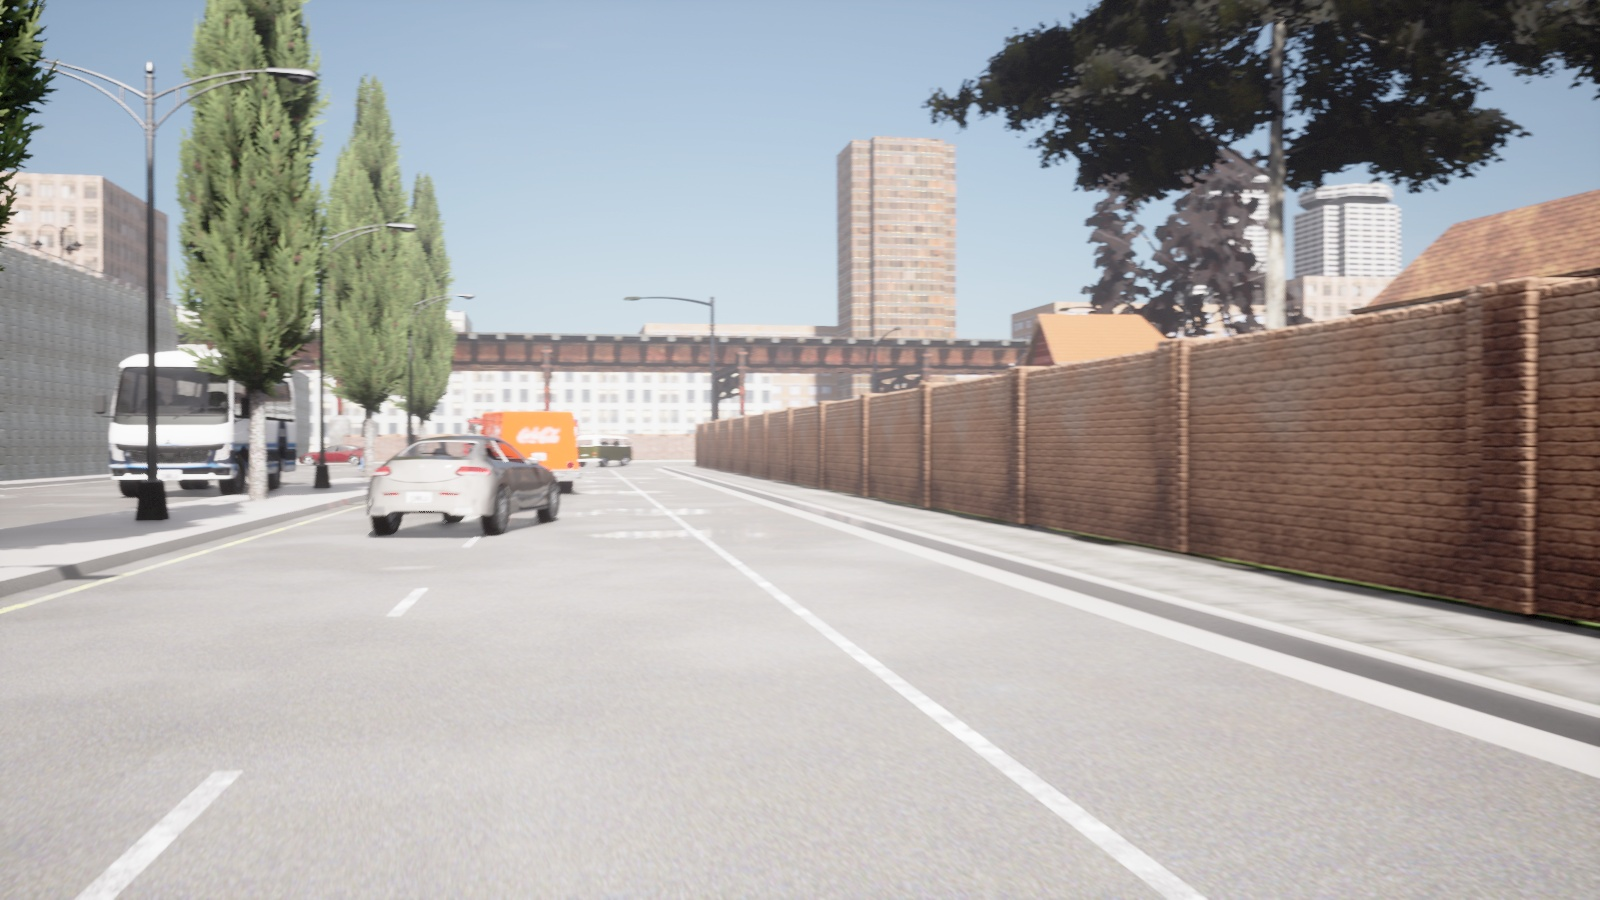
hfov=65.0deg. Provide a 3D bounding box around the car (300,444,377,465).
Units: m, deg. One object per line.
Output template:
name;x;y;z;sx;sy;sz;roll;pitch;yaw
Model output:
car;-32.394;0.299;88.266;4.792;1.488;2.163;0;0;-9

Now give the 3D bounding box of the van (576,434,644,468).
van;-11.993;0.038;79.474;2.069;2.038;4.480;-2;-1;26

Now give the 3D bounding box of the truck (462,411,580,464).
truck;-20.709;-0.915;93.736;8.468;3.827;2.891;0;0;-9

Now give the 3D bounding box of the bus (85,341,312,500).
bus;-18.216;-0.821;39.031;3.944;4.253;10.273;0;0;-11

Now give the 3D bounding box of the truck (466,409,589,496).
truck;-8.414;0.057;38.356;2.627;2.467;5.204;0;0;-24

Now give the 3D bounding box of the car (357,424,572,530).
car;-5.709;0.409;22.140;2.152;1.651;5.027;0;0;4
